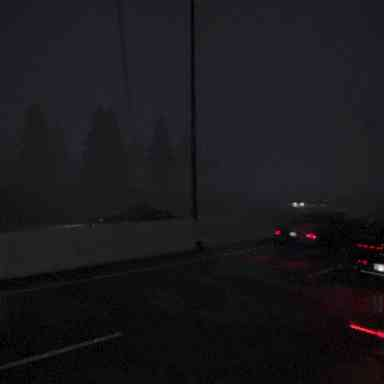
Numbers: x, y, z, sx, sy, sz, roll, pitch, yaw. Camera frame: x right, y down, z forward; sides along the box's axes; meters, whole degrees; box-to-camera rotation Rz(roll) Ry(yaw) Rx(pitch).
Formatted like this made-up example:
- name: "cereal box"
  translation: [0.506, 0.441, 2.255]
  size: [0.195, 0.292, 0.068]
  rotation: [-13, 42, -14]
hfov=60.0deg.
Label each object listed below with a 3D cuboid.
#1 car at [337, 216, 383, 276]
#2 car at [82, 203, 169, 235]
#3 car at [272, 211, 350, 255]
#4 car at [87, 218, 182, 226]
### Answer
- name: "car"
  translation: [6.023, 1.412, 8.983]
  size: [4.892, 1.490, 1.837]
  rotation: [-1, 0, -41]
- name: "car"
  translation: [-3.734, 1.478, 19.239]
  size: [4.674, 1.442, 1.812]
  rotation: [-1, 0, -42]
- name: "car"
  translation: [5.233, 1.445, 12.872]
  size: [5.357, 1.411, 2.033]
  rotation: [-1, 0, -43]
- name: "car"
  translation: [-2.315, 1.555, 15.804]
  size: [4.718, 1.301, 1.895]
  rotation: [-1, 0, -41]
